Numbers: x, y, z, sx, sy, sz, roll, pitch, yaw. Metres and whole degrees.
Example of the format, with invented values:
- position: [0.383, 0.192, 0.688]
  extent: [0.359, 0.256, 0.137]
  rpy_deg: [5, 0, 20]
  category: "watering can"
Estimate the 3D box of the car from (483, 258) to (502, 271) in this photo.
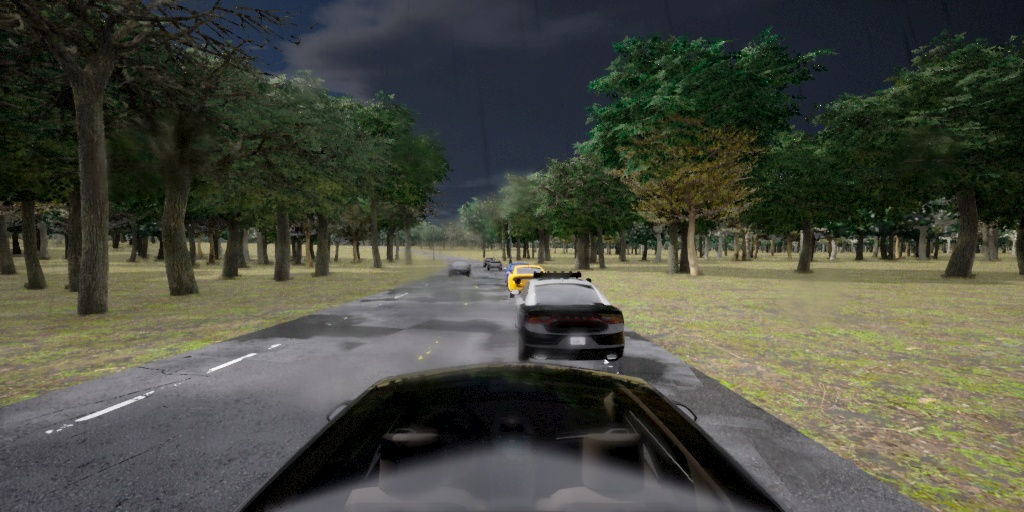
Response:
- position: [-2.352, 1.117, 47.493]
  extent: [2.128, 1.511, 4.902]
  rpy_deg: [0, 0, -6]
  category: "car"

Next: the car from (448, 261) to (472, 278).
- position: [-4.743, 1.163, 33.011]
  extent: [1.882, 1.535, 5.008]
  rpy_deg: [0, 0, -4]
  category: "car"

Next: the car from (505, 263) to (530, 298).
- position: [0.776, 1.203, 18.338]
  extent: [1.882, 1.535, 5.008]
  rpy_deg: [0, 0, -2]
  category: "car"

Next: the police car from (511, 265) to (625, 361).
- position: [1.032, 1.169, 8.382]
  extent: [1.930, 1.638, 5.238]
  rpy_deg: [0, 0, -1]
  category: "police car"
